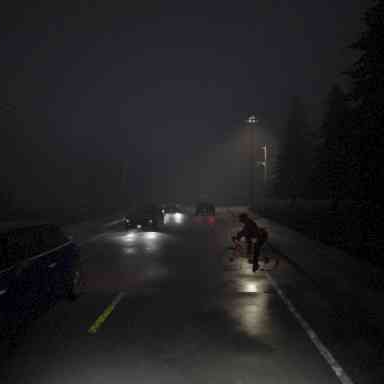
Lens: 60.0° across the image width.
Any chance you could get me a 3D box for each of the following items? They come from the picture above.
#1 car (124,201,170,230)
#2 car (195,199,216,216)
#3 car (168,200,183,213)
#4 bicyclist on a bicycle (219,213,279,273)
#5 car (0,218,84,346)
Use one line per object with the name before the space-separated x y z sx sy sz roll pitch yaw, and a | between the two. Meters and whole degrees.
car | -2.848 1.531 21.199 2.033 1.411 5.357 0 0 2
car | 1.290 1.466 32.588 2.128 1.511 4.902 0 0 2
car | -2.139 1.572 37.374 1.895 1.301 4.718 0 0 3
bicyclist on a bicycle | 1.570 1.417 9.198 1.656 1.620 0.582 0 0 2
car | -3.467 1.347 5.372 2.097 1.767 4.553 0 0 2
